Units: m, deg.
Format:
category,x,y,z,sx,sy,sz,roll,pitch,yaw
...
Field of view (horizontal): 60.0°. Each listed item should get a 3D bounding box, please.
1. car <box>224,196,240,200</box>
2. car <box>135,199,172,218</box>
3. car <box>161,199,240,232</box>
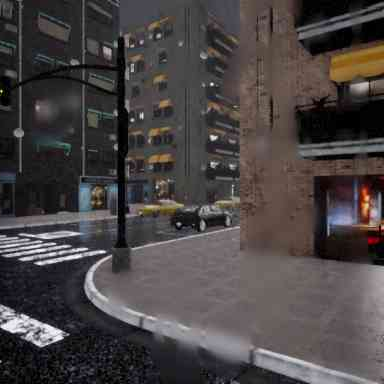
category,x,y,z,sx,sy,sz,roll,pitch,yaw
car,4.146,1.111,36.523,1.752,1.417,4.829,1,1,36
car,-2.524,1.252,27.351,1.752,1.417,4.829,1,1,36
car,0.631,1.332,18.292,2.008,1.369,4.403,1,1,36
